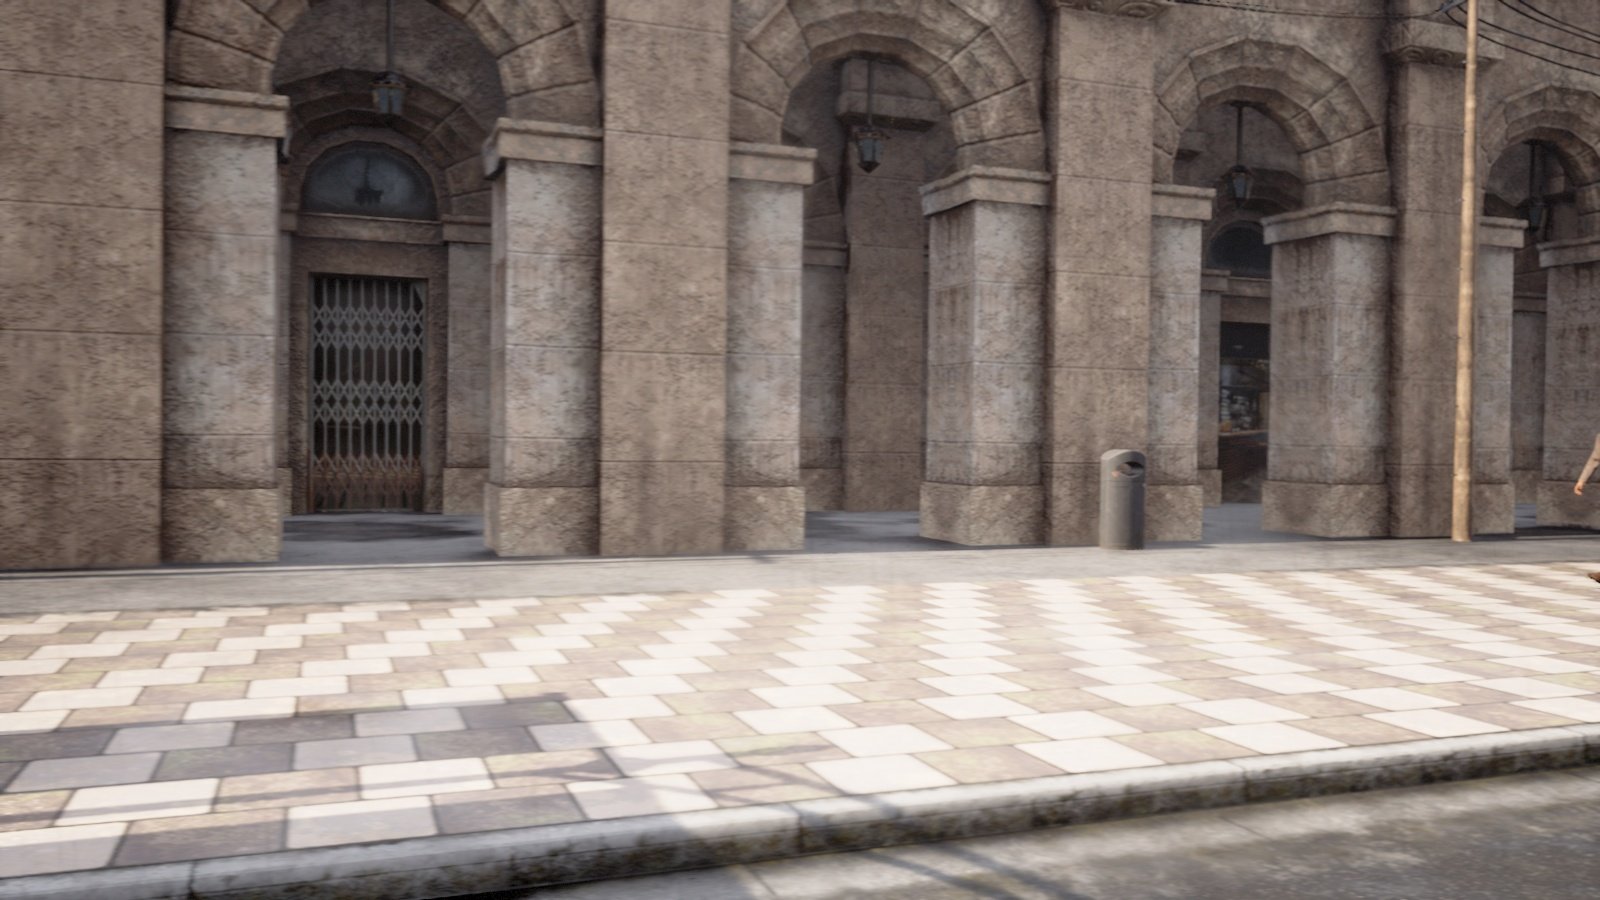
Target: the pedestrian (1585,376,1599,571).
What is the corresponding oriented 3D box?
[{"bbox_3d":[7.858,0.218,11.947,0.634,1.846,0.331,-1,1,-20],"label":"pedestrian"}]
